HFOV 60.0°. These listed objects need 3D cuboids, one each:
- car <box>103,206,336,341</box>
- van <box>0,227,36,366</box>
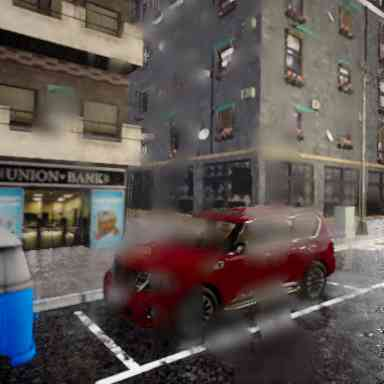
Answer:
[{"bbox_3d":[0.859,1.276,6.675,5.009,1.841,2.192,-1,2,-35],"label":"car"},{"bbox_3d":[-3.752,1.352,3.385,3.998,1.788,1.690,-1,2,-35],"label":"van"}]
